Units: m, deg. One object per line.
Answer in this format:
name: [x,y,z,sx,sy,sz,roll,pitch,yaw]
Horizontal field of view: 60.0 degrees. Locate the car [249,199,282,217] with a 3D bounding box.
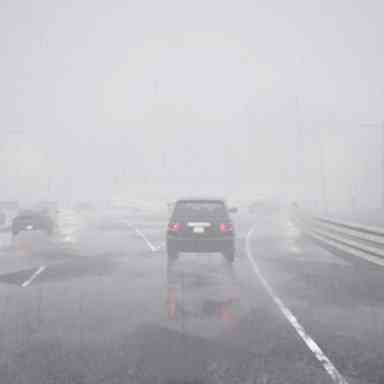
car: [6.762,1.383,30.370,2.128,1.511,4.902,0,0,31]

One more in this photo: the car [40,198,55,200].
car: [-15.386,1.367,35.282,2.128,1.511,4.902,0,0,-27]

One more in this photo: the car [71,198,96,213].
car: [-11.594,1.400,35.515,1.812,1.442,4.674,0,0,-27]

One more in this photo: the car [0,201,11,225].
car: [-12.864,1.491,20.445,1.994,1.385,4.181,0,0,-18]

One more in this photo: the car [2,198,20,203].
car: [-20.046,1.348,36.620,1.882,1.535,5.008,0,0,-28]

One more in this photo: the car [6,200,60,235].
car: [-8.567,1.441,18.460,1.837,1.490,4.892,0,1,-17]

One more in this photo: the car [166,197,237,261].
car: [0.477,1.177,12.290,2.150,2.045,5.566,0,0,6]
